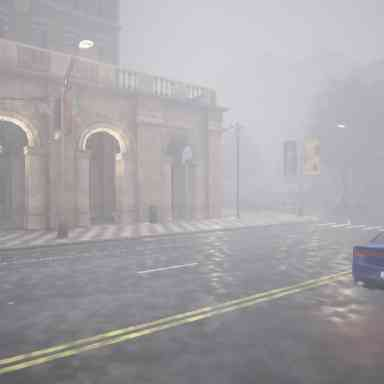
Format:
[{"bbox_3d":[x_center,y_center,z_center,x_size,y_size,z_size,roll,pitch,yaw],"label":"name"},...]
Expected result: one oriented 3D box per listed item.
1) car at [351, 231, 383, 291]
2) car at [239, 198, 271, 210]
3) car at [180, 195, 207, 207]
[{"bbox_3d":[5.800,1.480,7.993,5.008,1.535,1.882,0,0,-37],"label":"car"},{"bbox_3d":[7.883,1.513,42.691,1.837,1.490,4.892,0,0,-36],"label":"car"},{"bbox_3d":[0.223,1.360,53.353,2.097,1.767,4.553,0,0,-36],"label":"car"}]
